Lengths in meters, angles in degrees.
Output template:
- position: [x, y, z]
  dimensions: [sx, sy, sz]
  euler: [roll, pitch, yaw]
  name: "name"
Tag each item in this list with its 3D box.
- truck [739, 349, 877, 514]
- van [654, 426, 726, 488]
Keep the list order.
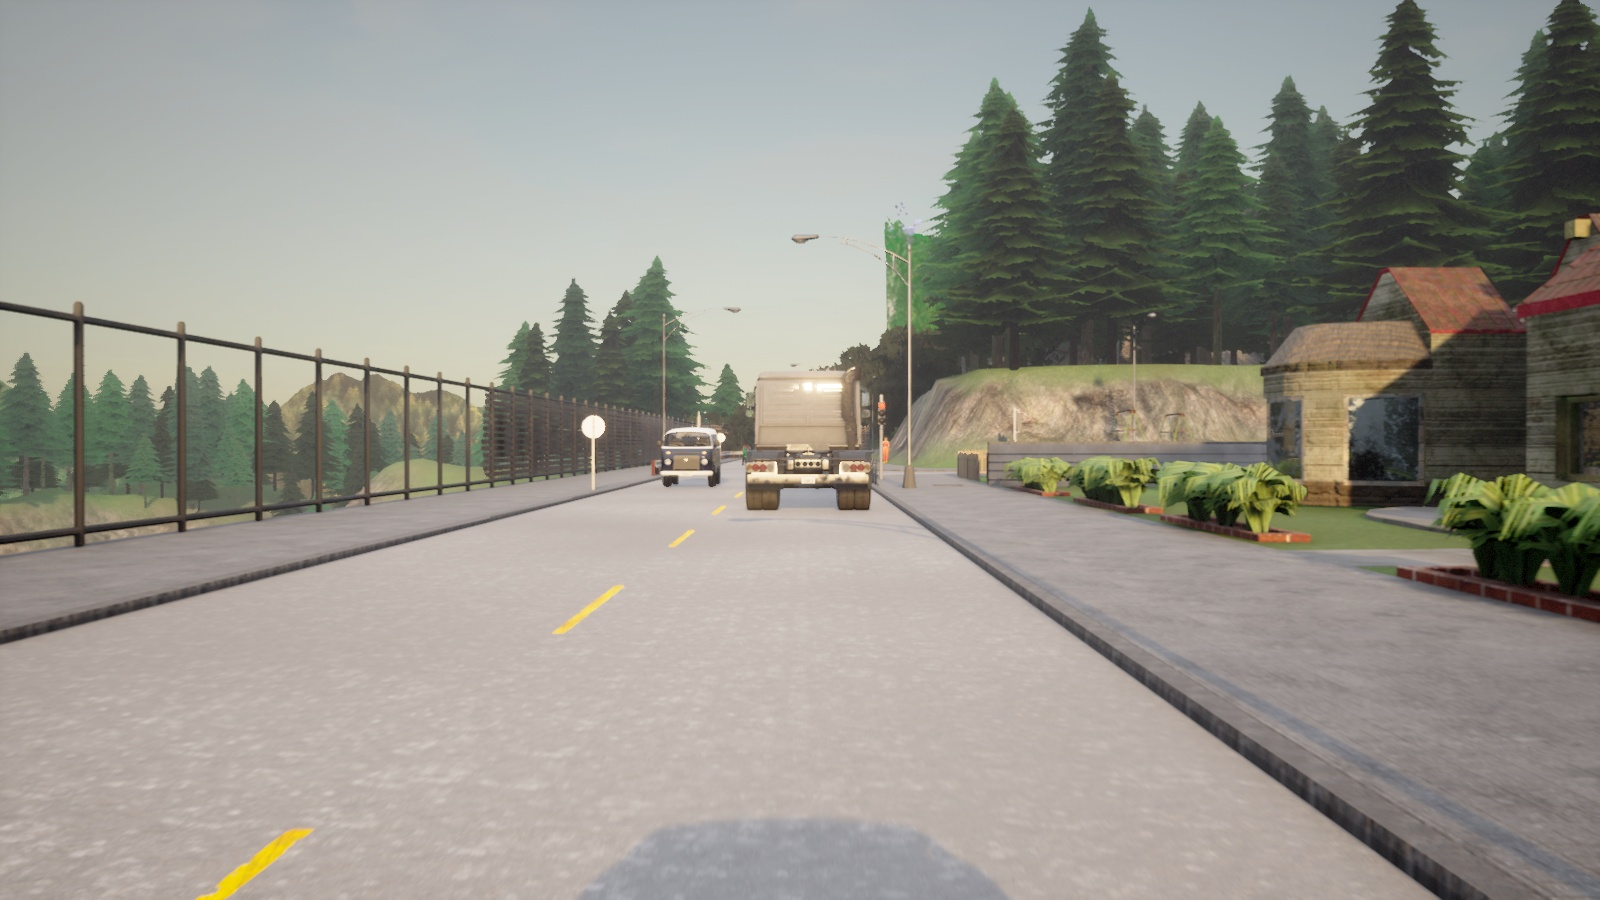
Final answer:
- position: [0.196, -0.406, 30.376]
  dimensions: [2.891, 3.462, 7.936]
  euler: [0, 0, 0]
  name: "truck"
- position: [-3.727, 0.223, 43.244]
  dimensions: [2.069, 2.038, 4.480]
  euler: [0, 0, 0]
  name: "van"
